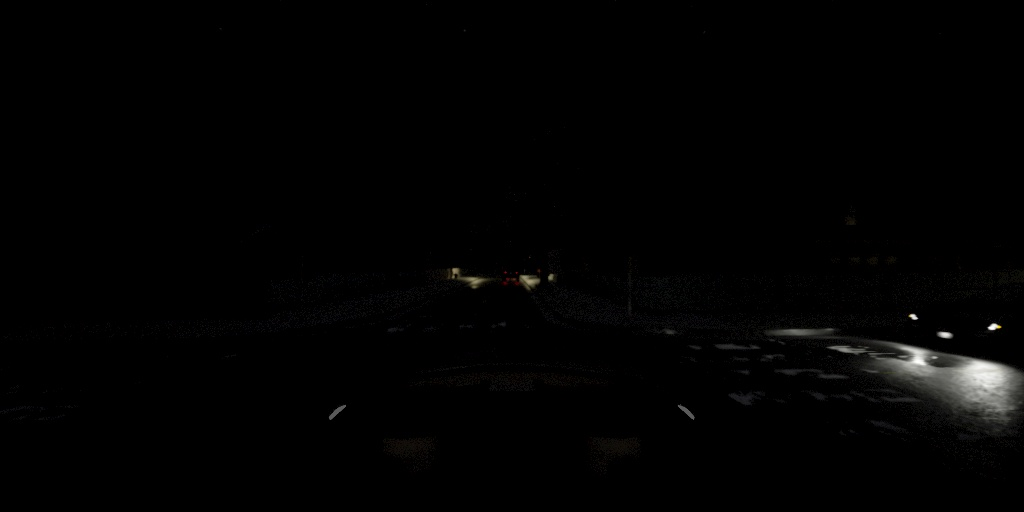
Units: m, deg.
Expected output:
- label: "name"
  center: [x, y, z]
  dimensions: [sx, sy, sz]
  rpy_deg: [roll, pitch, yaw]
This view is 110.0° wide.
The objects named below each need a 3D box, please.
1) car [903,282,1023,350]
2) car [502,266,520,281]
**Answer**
- label: "car"
  center: [11.928, 1.269, 7.736]
  dimensions: [5.357, 1.411, 2.033]
  rpy_deg: [-1, -2, -1]
- label: "car"
  center: [-0.133, 2.385, 49.370]
  dimensions: [2.150, 2.045, 5.566]
  rpy_deg: [1, -1, 0]
